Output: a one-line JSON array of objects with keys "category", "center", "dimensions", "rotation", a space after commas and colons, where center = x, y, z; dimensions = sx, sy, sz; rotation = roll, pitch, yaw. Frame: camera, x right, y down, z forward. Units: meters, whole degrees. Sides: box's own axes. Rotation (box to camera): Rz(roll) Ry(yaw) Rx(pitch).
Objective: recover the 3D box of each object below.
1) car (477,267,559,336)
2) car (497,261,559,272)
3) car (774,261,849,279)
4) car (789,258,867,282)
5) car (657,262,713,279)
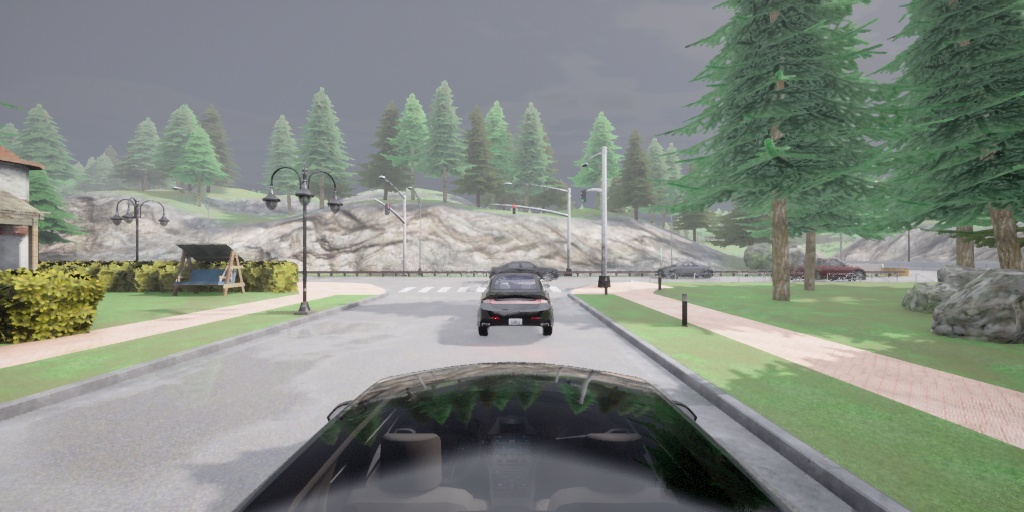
[{"category": "car", "center": [0.098, 1.242, 10.370], "dimensions": [2.128, 1.511, 4.902], "rotation": [0, 0, 1]}, {"category": "car", "center": [0.874, 1.090, 25.820], "dimensions": [5.008, 1.535, 1.882], "rotation": [-1, 1, 0]}, {"category": "car", "center": [24.485, 1.113, 29.438], "dimensions": [4.674, 1.442, 1.812], "rotation": [0, 0, 0]}, {"category": "car", "center": [22.554, 0.940, 25.785], "dimensions": [4.553, 1.767, 2.097], "rotation": [0, 0, 0]}, {"category": "car", "center": [14.183, 1.151, 29.496], "dimensions": [4.181, 1.385, 1.994], "rotation": [0, 0, 0]}]
